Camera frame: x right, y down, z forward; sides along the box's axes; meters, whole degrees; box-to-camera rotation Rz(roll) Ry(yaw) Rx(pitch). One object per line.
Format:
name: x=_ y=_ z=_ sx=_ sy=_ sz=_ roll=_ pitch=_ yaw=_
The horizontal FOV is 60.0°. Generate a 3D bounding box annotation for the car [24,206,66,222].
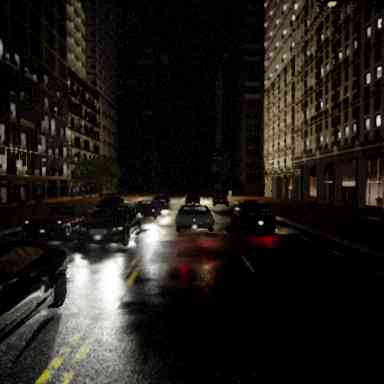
car: x=-6.572 y=1.381 z=16.831 sx=1.895 sy=1.301 sz=4.718 roll=0 pitch=1 yaw=0

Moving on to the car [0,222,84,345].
car: x=-3.342 y=1.472 z=4.945 sx=1.812 sy=1.442 sz=4.674 roll=0 pitch=1 yaw=0

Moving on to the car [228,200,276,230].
car: x=3.379 y=1.218 z=18.714 sx=1.837 sy=1.490 sz=4.892 roll=0 pitch=1 yaw=0

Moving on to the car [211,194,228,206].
car: x=3.344 y=0.940 z=39.800 sx=2.033 sy=1.411 sz=5.357 roll=0 pitch=1 yaw=1

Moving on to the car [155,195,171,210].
car: x=-3.198 y=1.043 z=34.760 sx=2.033 sy=1.411 sz=5.357 roll=0 pitch=1 yaw=0

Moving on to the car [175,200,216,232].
car: x=0.127 y=1.336 z=18.095 sx=1.895 sy=1.301 sz=4.718 roll=0 pitch=1 yaw=0

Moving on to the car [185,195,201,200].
car: x=0.113 y=0.978 z=41.599 sx=1.895 sy=1.301 sz=4.718 roll=0 pitch=1 yaw=1

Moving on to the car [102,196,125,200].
car: x=-6.510 y=1.127 z=27.245 sx=1.837 sy=1.490 sz=4.892 roll=0 pitch=1 yaw=1

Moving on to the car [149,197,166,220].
car: x=-3.283 y=1.256 z=24.273 sx=1.895 sy=1.301 sz=4.718 roll=0 pitch=1 yaw=0

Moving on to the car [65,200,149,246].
car: x=-3.327 y=1.299 z=14.191 sx=2.128 sy=1.511 sz=4.902 roll=0 pitch=1 yaw=0
